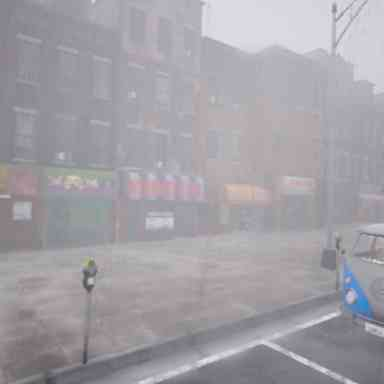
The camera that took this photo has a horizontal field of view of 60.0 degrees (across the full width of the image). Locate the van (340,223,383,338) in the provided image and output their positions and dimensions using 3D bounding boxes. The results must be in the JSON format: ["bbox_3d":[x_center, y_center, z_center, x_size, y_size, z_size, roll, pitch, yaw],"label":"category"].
[{"bbox_3d":[4.257,1.410,5.817,3.998,1.788,1.690,1,1,-35],"label":"van"}]
